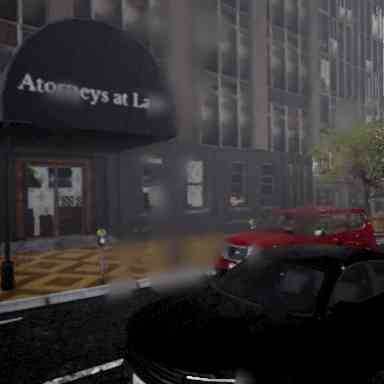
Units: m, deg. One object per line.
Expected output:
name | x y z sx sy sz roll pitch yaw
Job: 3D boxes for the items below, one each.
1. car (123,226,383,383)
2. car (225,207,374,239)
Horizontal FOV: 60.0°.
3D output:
car | 1.552 1.495 4.486 5.008 1.535 1.882 0 0 -36
car | 2.964 1.348 8.824 5.009 1.841 2.192 0 -1 -36
